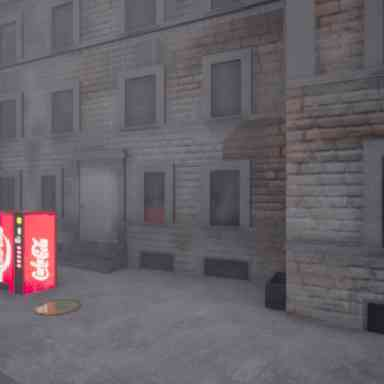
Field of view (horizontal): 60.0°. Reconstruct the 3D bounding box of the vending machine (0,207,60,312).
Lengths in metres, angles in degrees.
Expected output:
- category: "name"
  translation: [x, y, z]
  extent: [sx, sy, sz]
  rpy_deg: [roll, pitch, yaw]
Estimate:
- category: "vending machine"
  translation: [-3.728, 1.415, 7.510]
  extent: [0.880, 2.100, 1.100]
  rpy_deg: [0, 0, 35]
